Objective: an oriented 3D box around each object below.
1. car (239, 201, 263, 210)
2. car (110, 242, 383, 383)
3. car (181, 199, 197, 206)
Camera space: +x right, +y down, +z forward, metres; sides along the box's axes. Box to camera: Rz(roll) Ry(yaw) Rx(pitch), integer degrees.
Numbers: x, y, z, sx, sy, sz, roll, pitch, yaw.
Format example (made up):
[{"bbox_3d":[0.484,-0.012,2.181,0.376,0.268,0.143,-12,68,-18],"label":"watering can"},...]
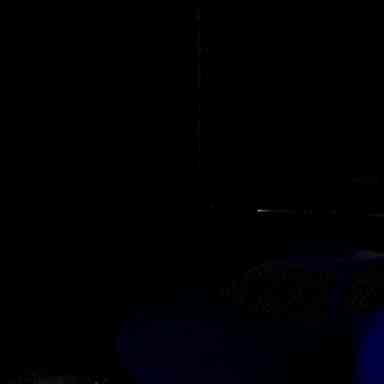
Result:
[{"bbox_3d":[9.379,2.194,53.303,1.994,1.385,4.181,-2,0,-35],"label":"car"},{"bbox_3d":[1.499,1.466,4.136,5.008,1.535,1.882,0,0,-35],"label":"car"},{"bbox_3d":[-0.225,2.011,66.855,1.895,1.301,4.718,-2,1,-36],"label":"car"}]
